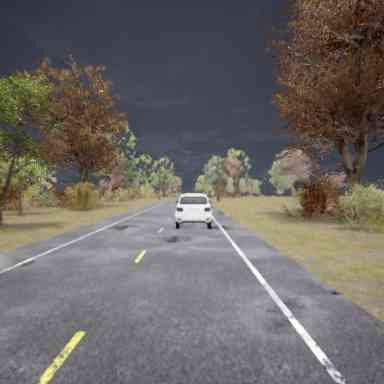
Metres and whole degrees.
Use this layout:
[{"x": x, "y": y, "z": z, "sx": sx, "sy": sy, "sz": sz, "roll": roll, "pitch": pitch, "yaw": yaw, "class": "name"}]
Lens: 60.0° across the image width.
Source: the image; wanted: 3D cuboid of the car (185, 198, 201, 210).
[{"x": 0.101, "y": 1.452, "z": 40.957, "sx": 1.895, "sy": 1.301, "sz": 4.718, "roll": 0, "pitch": 0, "yaw": 0, "class": "car"}]

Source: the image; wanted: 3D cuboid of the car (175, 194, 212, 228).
[{"x": 0.110, "y": 1.129, "z": 21.246, "sx": 2.150, "sy": 2.045, "sz": 5.566, "roll": 0, "pitch": 0, "yaw": 0, "class": "car"}]
